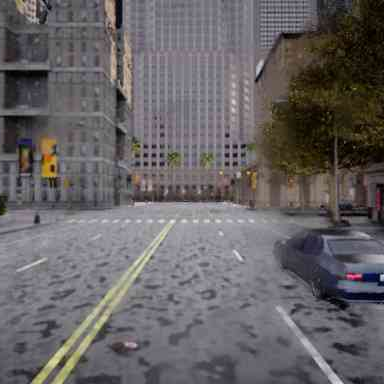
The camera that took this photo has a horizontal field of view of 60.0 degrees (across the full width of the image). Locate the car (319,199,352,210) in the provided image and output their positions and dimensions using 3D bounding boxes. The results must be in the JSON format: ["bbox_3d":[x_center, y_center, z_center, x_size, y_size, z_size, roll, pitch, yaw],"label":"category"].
[{"bbox_3d":[23.093,2.050,53.660,4.553,1.767,2.097,0,-1,0],"label":"car"}]

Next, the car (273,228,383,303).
[{"bbox_3d":[3.601,1.661,8.640,2.033,1.411,5.357,0,-1,0],"label":"car"}]

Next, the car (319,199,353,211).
[{"bbox_3d":[21.590,2.005,50.174,4.553,1.767,2.097,0,-1,0],"label":"car"}]
